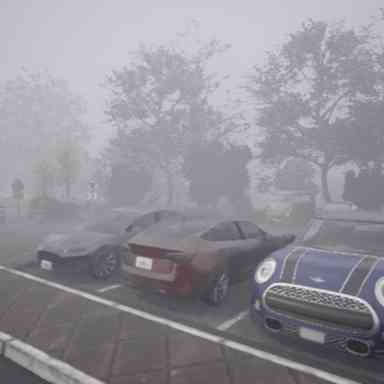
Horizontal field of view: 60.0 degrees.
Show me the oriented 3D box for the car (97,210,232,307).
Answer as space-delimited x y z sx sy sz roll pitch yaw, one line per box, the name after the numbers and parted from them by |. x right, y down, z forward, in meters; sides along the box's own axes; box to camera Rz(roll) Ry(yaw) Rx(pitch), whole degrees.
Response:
0.555 1.251 7.549 2.163 1.488 4.792 2 1 36 | car

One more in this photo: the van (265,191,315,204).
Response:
5.847 0.916 19.681 1.878 1.987 4.442 2 2 36 | van

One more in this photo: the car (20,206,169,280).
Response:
-1.730 1.177 9.139 2.163 1.488 4.792 2 1 36 | car

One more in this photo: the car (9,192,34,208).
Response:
-16.168 1.001 35.497 2.097 1.535 5.008 2 1 36 | car

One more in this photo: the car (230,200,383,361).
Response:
2.811 1.170 5.909 2.185 1.767 4.553 2 1 36 | car

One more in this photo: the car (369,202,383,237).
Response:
10.329 1.325 16.579 2.002 1.452 4.674 2 1 36 | car

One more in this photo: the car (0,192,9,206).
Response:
-18.384 0.782 37.151 2.185 1.767 4.553 2 1 36 | car

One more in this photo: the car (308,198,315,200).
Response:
8.078 1.251 18.217 2.002 1.452 4.674 2 1 36 | car
